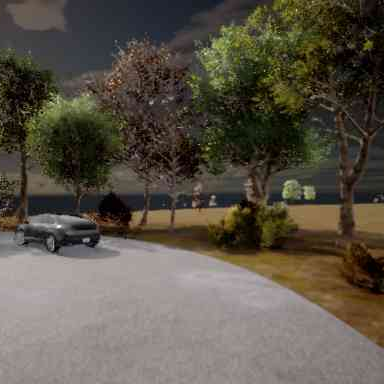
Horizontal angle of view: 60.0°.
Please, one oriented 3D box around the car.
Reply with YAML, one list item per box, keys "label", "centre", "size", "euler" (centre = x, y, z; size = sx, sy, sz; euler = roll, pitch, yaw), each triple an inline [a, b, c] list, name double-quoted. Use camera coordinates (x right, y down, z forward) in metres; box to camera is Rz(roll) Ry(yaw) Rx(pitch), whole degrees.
- label: "car"
  centre: [-5.943, 1.659, 14.542]
  size: [4.892, 1.490, 1.837]
  euler: [-1, -3, 41]
